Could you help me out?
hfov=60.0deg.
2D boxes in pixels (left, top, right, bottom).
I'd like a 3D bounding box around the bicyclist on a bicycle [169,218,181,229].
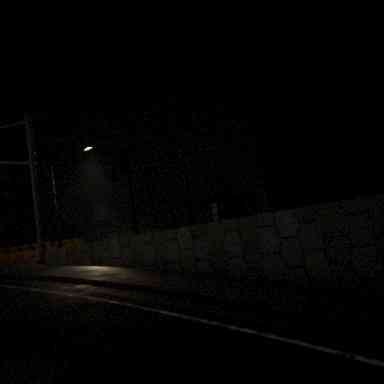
[{"bbox_3d":[-1.349,2.921,27.295,1.656,1.620,0.582,-14,-8,36],"label":"bicyclist on a bicycle"}]
